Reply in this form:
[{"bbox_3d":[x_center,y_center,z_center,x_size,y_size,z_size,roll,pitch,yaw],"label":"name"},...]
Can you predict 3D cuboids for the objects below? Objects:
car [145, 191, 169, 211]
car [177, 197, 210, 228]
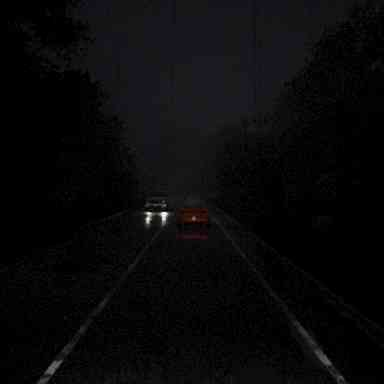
[{"bbox_3d":[-3.601,0.877,35.204,2.150,2.045,5.566,0,1,0],"label":"car"},{"bbox_3d":[0.098,1.293,20.902,1.882,1.535,5.008,0,1,0],"label":"car"}]
